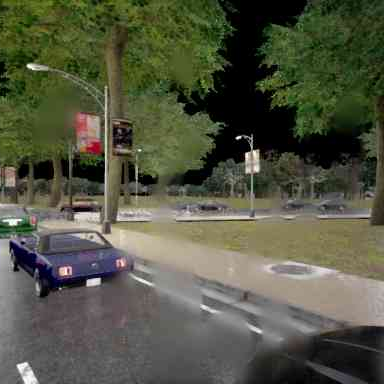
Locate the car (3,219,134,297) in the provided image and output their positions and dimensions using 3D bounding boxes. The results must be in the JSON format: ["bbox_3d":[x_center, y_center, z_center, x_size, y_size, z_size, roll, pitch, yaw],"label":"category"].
[{"bbox_3d":[-3.419,1.601,8.719,1.895,1.301,4.718,0,0,-38],"label":"car"}]

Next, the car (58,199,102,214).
[{"bbox_3d":[-11.881,1.687,36.289,4.718,1.301,1.895,0,0,-14],"label":"car"}]

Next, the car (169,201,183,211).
[{"bbox_3d":[-0.885,1.717,42.458,4.181,1.385,1.994,0,0,-14],"label":"car"}]

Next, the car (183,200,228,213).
[{"bbox_3d":[1.876,1.658,39.809,4.902,1.511,2.128,0,0,-14],"label":"car"}]

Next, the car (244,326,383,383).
[{"bbox_3d":[2.352,1.478,1.244,1.882,1.535,5.008,0,0,-38],"label":"car"}]

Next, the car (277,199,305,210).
[{"bbox_3d":[14.207,1.753,46.311,4.892,1.490,1.837,1,0,-14],"label":"car"}]

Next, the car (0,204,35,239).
[{"bbox_3d":[-8.909,1.352,15.837,2.097,1.767,4.553,0,0,-38],"label":"car"}]

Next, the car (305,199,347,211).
[{"bbox_3d":[17.971,1.771,43.913,4.892,1.490,1.837,0,0,-14],"label":"car"}]
